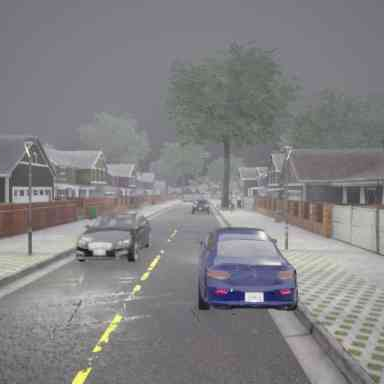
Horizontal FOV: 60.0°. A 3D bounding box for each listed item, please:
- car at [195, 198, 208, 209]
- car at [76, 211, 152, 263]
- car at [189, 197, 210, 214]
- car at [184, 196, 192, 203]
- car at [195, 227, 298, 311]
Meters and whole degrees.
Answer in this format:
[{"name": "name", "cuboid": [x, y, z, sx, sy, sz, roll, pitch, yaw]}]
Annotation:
[{"name": "car", "cuboid": [1.329, 1.566, 46.475, 1.812, 1.442, 4.674, 0, 0, 2]}, {"name": "car", "cuboid": [-2.618, 1.490, 12.099, 2.128, 1.511, 4.902, 0, 0, 2]}, {"name": "car", "cuboid": [0.993, 1.548, 36.288, 1.812, 1.442, 4.674, 0, 0, 3]}, {"name": "car", "cuboid": [-0.703, 1.602, 71.083, 2.128, 1.511, 4.902, 0, 0, 2]}, {"name": "car", "cuboid": [1.059, 1.525, 7.646, 1.812, 1.442, 4.674, 0, 0, 1]}]
